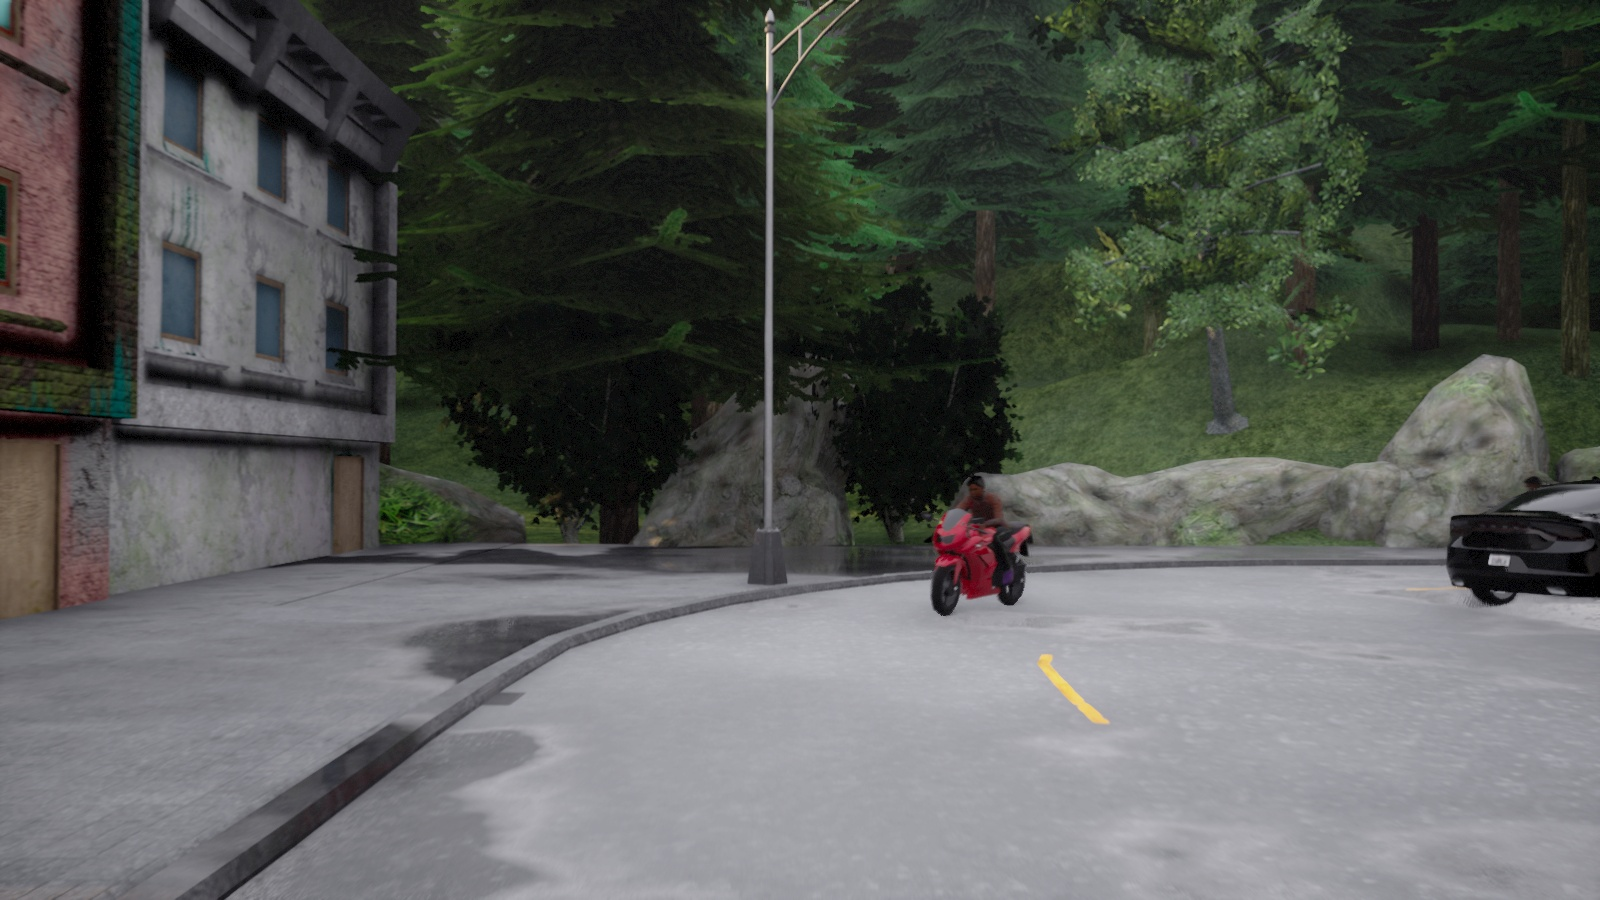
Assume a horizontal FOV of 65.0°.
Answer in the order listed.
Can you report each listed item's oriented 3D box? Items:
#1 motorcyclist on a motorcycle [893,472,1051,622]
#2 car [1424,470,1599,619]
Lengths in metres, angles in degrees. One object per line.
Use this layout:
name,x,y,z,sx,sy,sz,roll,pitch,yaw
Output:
motorcyclist on a motorcycle,1.961,1.026,14.056,0.797,1.523,2.044,1,0,38
car,9.978,1.002,14.832,5.008,1.535,1.882,0,-1,-24
